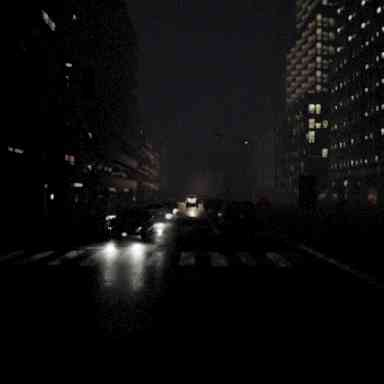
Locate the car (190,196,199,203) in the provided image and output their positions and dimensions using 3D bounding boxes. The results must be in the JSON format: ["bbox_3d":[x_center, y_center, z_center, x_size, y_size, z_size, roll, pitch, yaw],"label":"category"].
[{"bbox_3d":[0.666,1.871,88.593,2.097,1.767,4.553,0,0,3],"label":"car"}]

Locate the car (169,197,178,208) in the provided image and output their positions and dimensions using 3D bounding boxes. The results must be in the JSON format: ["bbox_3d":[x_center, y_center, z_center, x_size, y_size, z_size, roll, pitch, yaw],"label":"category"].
[{"bbox_3d":[-3.087,1.784,48.320,1.994,1.385,4.181,0,0,0],"label":"car"}]

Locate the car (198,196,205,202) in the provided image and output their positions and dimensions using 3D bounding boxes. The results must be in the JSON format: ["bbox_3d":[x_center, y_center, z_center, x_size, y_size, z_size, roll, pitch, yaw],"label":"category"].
[{"bbox_3d":[2.584,2.001,92.163,1.967,1.590,4.097,0,0,0],"label":"car"}]

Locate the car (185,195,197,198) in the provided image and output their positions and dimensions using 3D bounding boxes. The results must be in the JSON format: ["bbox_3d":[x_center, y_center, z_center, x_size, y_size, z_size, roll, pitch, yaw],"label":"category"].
[{"bbox_3d":[-0.061,1.539,59.935,2.150,2.045,5.566,0,0,0],"label":"car"}]

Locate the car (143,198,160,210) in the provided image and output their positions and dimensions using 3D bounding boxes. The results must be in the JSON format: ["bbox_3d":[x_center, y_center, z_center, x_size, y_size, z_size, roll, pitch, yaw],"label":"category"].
[{"bbox_3d":[-5.743,1.636,47.942,1.967,1.590,4.097,0,0,0],"label":"car"}]

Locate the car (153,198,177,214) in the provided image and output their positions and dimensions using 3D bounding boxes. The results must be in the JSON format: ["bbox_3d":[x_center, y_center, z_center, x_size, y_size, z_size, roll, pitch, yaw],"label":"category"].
[{"bbox_3d":[-3.118,1.716,37.553,1.994,1.385,4.181,0,0,0],"label":"car"}]

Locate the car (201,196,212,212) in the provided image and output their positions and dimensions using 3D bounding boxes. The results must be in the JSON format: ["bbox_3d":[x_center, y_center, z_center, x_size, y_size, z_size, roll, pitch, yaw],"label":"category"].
[{"bbox_3d":[2.644,1.544,42.425,2.192,1.841,5.009,0,0,0],"label":"car"}]

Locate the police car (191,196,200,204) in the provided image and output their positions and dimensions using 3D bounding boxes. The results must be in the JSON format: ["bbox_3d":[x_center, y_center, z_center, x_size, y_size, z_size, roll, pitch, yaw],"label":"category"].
[{"bbox_3d":[0.816,1.875,78.690,1.930,1.638,5.238,0,0,0],"label":"police car"}]

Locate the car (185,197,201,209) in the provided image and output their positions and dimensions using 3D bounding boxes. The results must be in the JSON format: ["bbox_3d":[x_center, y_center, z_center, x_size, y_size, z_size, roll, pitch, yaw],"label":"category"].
[{"bbox_3d":[0.034,1.856,49.971,1.895,1.301,4.718,0,0,0],"label":"car"}]

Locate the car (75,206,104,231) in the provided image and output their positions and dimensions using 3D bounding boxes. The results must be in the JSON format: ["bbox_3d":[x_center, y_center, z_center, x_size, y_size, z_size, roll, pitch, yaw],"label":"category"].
[{"bbox_3d":[-5.710,1.583,20.309,2.008,1.369,4.403,0,0,0],"label":"car"}]

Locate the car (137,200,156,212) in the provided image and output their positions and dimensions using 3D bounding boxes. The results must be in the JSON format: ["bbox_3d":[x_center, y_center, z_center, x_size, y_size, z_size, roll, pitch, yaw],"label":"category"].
[{"bbox_3d":[-5.737,1.706,42.414,1.887,1.381,4.507,0,0,0],"label":"car"}]

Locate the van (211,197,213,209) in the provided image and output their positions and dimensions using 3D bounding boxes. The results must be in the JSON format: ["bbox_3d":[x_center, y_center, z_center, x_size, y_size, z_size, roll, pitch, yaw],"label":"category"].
[{"bbox_3d":[2.663,1.471,25.846,1.690,1.788,3.998,0,0,0],"label":"van"}]

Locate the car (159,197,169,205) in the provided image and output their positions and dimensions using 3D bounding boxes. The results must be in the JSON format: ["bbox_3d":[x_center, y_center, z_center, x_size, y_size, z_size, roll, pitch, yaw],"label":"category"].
[{"bbox_3d":[-5.769,1.862,69.878,1.752,1.417,4.829,0,0,0],"label":"car"}]

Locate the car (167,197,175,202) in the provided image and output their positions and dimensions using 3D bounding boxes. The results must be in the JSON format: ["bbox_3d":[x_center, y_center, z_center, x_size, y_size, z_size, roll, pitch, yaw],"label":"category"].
[{"bbox_3d":[-5.796,2.038,92.154,1.887,1.381,4.507,0,0,0],"label":"car"}]

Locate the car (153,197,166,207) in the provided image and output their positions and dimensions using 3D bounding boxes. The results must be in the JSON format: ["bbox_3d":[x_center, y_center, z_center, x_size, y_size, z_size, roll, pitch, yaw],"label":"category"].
[{"bbox_3d":[-5.757,1.705,58.995,1.967,1.590,4.097,0,0,0],"label":"car"}]

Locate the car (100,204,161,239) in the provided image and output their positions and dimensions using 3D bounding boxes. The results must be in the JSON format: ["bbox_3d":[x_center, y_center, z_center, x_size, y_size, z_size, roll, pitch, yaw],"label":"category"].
[{"bbox_3d":[-3.115,1.588,17.983,2.033,1.411,5.357,0,0,0],"label":"car"}]

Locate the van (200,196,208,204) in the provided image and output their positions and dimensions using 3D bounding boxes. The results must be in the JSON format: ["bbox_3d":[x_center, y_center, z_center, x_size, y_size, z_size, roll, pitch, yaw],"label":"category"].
[{"bbox_3d":[2.604,1.784,75.584,1.690,1.788,3.998,0,0,0],"label":"van"}]

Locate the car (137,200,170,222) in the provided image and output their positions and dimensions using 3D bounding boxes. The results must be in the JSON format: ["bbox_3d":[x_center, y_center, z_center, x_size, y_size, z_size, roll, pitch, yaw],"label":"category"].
[{"bbox_3d":[-3.119,1.619,27.581,1.812,1.442,4.674,0,0,0],"label":"car"}]

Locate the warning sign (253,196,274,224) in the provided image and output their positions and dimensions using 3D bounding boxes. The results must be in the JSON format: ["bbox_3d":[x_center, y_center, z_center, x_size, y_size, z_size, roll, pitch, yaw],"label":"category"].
[{"bbox_3d":[5.055,1.252,23.580,1.300,1.860,1.060,1,0,0],"label":"warning sign"}]

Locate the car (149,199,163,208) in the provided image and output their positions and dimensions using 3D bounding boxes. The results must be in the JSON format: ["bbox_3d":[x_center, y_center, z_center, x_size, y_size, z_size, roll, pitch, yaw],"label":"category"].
[{"bbox_3d":[-5.750,1.812,53.468,1.802,1.307,4.206,0,0,0],"label":"car"}]

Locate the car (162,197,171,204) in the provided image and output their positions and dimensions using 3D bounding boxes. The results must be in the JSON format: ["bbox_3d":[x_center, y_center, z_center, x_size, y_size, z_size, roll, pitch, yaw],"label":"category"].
[{"bbox_3d":[-5.776,1.920,75.574,1.887,1.381,4.507,0,0,0],"label":"car"}]

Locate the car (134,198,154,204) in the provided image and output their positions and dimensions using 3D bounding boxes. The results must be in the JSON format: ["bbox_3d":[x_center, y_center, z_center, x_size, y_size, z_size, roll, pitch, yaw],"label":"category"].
[{"bbox_3d":[-5.730,1.678,36.888,2.008,1.369,4.403,0,0,0],"label":"car"}]

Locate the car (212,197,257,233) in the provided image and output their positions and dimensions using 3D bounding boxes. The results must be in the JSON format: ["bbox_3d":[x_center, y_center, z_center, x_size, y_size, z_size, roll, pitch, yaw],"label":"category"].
[{"bbox_3d":[2.670,1.415,20.320,2.192,1.841,5.009,0,0,0],"label":"car"}]
